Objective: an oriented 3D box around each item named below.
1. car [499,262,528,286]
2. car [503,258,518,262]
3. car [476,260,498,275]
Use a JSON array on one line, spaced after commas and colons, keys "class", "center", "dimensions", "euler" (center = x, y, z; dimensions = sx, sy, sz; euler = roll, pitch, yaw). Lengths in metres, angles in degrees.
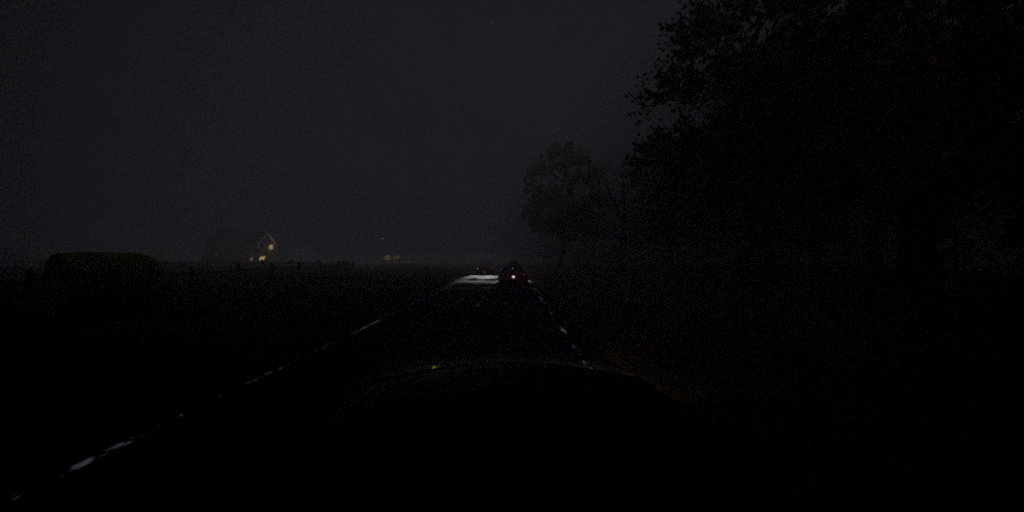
[{"class": "car", "center": [0.098, 1.316, 24.966], "dimensions": [1.994, 1.385, 4.181], "euler": [0, 0, 0]}, {"class": "car", "center": [0.093, 1.249, 45.890], "dimensions": [1.837, 1.490, 4.892], "euler": [0, 0, 0]}, {"class": "car", "center": [-2.842, 1.348, 39.278], "dimensions": [1.895, 1.301, 4.718], "euler": [0, 0, 0]}]
